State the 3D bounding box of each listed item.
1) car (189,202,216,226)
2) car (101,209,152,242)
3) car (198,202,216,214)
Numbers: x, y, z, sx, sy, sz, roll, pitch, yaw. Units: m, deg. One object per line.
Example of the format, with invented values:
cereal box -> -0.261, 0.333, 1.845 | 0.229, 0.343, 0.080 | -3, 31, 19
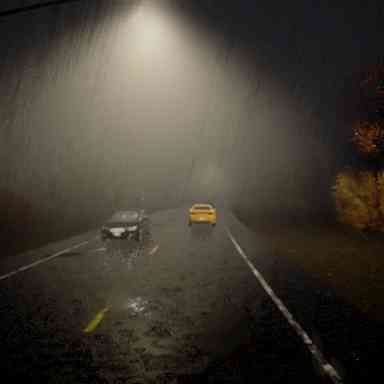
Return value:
car -> 0.803, 1.697, 25.262 | 1.882, 1.535, 5.008 | 0, -1, 3
car -> -3.243, 1.640, 17.222 | 2.128, 1.511, 4.902 | 0, -1, 2
car -> 1.891, 1.918, 41.138 | 1.994, 1.385, 4.181 | 0, 0, 5
